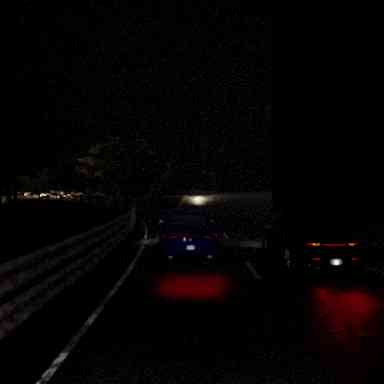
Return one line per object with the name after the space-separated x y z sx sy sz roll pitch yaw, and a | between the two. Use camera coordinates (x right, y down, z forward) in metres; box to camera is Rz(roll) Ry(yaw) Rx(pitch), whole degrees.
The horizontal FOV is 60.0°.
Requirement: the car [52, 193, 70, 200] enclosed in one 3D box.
-27.319 0.890 70.835 4.181 1.385 1.994 1 1 44 | car

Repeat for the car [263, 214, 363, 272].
3.575 1.478 10.660 1.837 1.490 4.892 0 0 0 | car

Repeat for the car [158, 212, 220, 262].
-0.192 1.448 12.072 1.882 1.535 5.008 0 0 -4 | car

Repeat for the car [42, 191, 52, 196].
-34.171 0.510 77.920 1.882 1.535 5.008 0 2 -39 | car
